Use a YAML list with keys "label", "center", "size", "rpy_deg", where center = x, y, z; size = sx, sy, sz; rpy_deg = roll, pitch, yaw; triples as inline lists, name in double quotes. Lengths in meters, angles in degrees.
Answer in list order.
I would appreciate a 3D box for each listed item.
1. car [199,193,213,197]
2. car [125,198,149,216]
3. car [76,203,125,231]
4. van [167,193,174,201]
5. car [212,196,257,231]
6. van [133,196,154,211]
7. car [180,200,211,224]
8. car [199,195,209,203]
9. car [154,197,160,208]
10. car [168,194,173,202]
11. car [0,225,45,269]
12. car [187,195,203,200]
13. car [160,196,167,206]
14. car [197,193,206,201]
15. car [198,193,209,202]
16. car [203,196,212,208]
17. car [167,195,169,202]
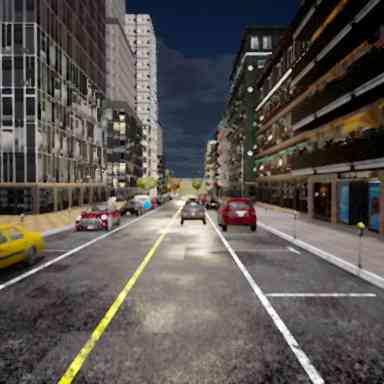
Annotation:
- label: "car"
  center: [2.633, 1.308, 54.579]
  size: [2.192, 1.841, 5.009]
  rpy_deg: [-1, 0, 0]
- label: "car"
  center: [-5.694, 1.562, 31.908]
  size: [1.947, 1.339, 4.313]
  rpy_deg: [-1, 0, 0]
- label: "car"
  center: [-5.689, 1.438, 20.512]
  size: [1.967, 1.590, 4.097]
  rpy_deg: [-1, 0, 0]
- label: "van"
  center: [-5.778, 1.316, 88.885]
  size: [1.690, 1.788, 3.998]
  rpy_deg: [-1, 0, 0]
- label: "car"
  center: [2.656, 1.313, 20.392]
  size: [2.192, 1.841, 5.009]
  rpy_deg: [-1, 0, 0]
- label: "van"
  center: [-5.702, 1.337, 37.605]
  size: [1.690, 1.788, 3.998]
  rpy_deg: [-1, 0, 0]
- label: "car"
  center: [0.083, 1.544, 24.840]
  size: [2.033, 1.411, 5.357]
  rpy_deg: [0, 0, 0]
- label: "car"
  center: [2.625, 1.427, 71.674]
  size: [1.967, 1.590, 4.097]
  rpy_deg: [-1, 0, 0]
- label: "car"
  center: [-5.701, 1.539, 43.303]
  size: [1.887, 1.381, 4.507]
  rpy_deg: [-1, 0, 0]
- label: "car"
  center: [-5.719, 1.569, 71.793]
  size: [1.802, 1.307, 4.206]
  rpy_deg: [-1, 0, 0]
- label: "car"
  center: [-5.679, 1.524, 8.946]
  size: [1.752, 1.417, 4.829]
  rpy_deg: [-1, 0, 0]
- label: "car"
  center: [0.072, 1.499, 41.437]
  size: [1.837, 1.490, 4.892]
  rpy_deg: [0, 0, 0]
- label: "car"
  center: [-5.708, 1.559, 54.698]
  size: [1.947, 1.339, 4.313]
  rpy_deg: [-1, 0, 0]
- label: "car"
  center: [2.611, 1.291, 88.769]
  size: [2.192, 1.841, 5.009]
  rpy_deg: [-1, 0, 0]
- label: "car"
  center: [2.619, 1.299, 77.373]
  size: [2.192, 1.841, 5.009]
  rpy_deg: [-1, 0, 0]
- label: "car"
  center: [2.646, 1.561, 43.183]
  size: [1.947, 1.339, 4.313]
  rpy_deg: [-1, 0, 0]
- label: "car"
  center: [-5.712, 1.557, 60.397]
  size: [1.947, 1.339, 4.313]
  rpy_deg: [-1, 0, 0]
